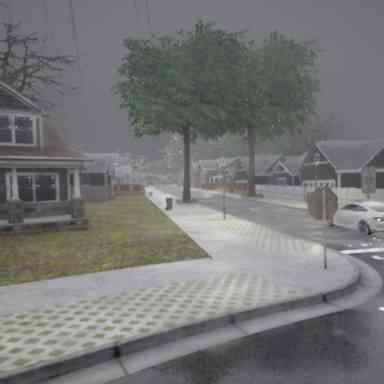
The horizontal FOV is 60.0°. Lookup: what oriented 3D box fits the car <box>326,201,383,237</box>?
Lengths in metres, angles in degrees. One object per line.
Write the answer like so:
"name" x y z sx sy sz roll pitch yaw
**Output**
"car" 8.123 1.140 15.678 1.812 1.442 4.674 -2 2 -7
